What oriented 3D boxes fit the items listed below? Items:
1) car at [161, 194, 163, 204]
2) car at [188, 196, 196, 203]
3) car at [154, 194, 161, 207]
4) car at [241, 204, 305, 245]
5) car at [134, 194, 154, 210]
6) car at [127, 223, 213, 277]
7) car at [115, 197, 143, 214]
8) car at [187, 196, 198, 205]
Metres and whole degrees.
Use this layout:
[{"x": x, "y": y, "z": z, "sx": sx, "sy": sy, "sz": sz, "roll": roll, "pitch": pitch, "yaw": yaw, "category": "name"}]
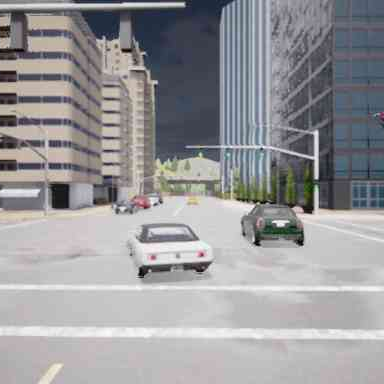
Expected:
[{"x": -7.003, "y": 1.399, "z": 67.182, "sx": 2.150, "sy": 2.045, "sz": 5.566, "roll": 0, "pitch": 0, "yaw": 0, "category": "car"}, {"x": -0.004, "y": 1.747, "z": 78.183, "sx": 2.033, "sy": 1.411, "sz": 5.357, "roll": 0, "pitch": 0, "yaw": 0, "category": "car"}, {"x": -7.042, "y": 1.371, "z": 56.494, "sx": 2.150, "sy": 2.045, "sz": 5.566, "roll": 0, "pitch": 0, "yaw": 1, "category": "car"}, {"x": 3.594, "y": 1.350, "z": 15.591, "sx": 2.097, "sy": 1.767, "sz": 4.553, "roll": 0, "pitch": 0, "yaw": 0, "category": "car"}, {"x": -7.093, "y": 1.344, "z": 46.018, "sx": 2.150, "sy": 2.045, "sz": 5.566, "roll": 0, "pitch": 0, "yaw": 0, "category": "car"}, {"x": -0.938, "y": 1.605, "z": 10.386, "sx": 1.895, "sy": 1.301, "sz": 4.718, "roll": 0, "pitch": 0, "yaw": -15, "category": "car"}, {"x": -7.099, "y": 1.588, "z": 36.445, "sx": 2.128, "sy": 1.511, "sz": 4.902, "roll": 0, "pitch": 0, "yaw": 0, "category": "car"}, {"x": 0.098, "y": 1.647, "z": 64.006, "sx": 1.882, "sy": 1.535, "sz": 5.008, "roll": 0, "pitch": 0, "yaw": 0, "category": "car"}]
